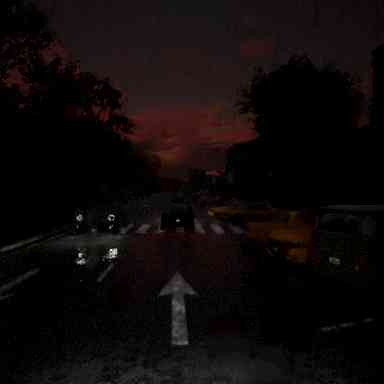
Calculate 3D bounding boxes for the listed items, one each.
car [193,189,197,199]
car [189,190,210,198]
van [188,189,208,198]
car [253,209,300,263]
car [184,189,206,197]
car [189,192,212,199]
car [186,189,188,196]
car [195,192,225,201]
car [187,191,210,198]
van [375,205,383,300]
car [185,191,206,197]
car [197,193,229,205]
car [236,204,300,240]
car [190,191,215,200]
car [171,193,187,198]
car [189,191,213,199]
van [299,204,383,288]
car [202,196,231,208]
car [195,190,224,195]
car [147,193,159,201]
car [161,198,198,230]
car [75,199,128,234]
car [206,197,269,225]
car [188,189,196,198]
[{"bbox_3d":[3.083,0.904,47.047,4.553,1.767,2.185,1,1,-23],"label":"car"},{"bbox_3d":[1.732,0.553,77.038,4.553,1.767,2.185,1,1,-23],"label":"car"},{"bbox_3d":[1.527,0.391,83.082,4.442,1.987,1.878,1,0,-23],"label":"van"},{"bbox_3d":[4.833,1.493,11.060,5.008,1.535,2.097,1,1,-23],"label":"car"},{"bbox_3d":[0.857,0.240,95.055,5.566,2.045,2.435,1,0,-23],"label":"car"},{"bbox_3d":[1.836,0.750,74.033,4.674,1.452,2.002,1,1,-23],"label":"car"},{"bbox_3d":[2.356,0.591,62.018,5.566,2.045,2.435,1,1,-23],"label":"car"},{"bbox_3d":[3.298,1.138,41.031,4.792,1.488,2.163,1,1,-23],"label":"car"},{"bbox_3d":[1.550,0.646,80.037,5.008,1.535,2.097,1,0,-23],"label":"car"},{"bbox_3d":[5.277,1.276,5.127,4.442,1.987,1.878,1,0,-23],"label":"van"},{"bbox_3d":[0.957,0.548,88.962,5.366,1.575,1.946,1,1,-23],"label":"car"},{"bbox_3d":[3.467,1.191,38.045,4.674,1.452,2.002,1,1,-23],"label":"car"},{"bbox_3d":[4.827,1.482,14.132,5.366,1.575,1.946,1,0,-23],"label":"car"},{"bbox_3d":[2.077,0.649,68.026,4.553,1.767,2.185,1,0,-23],"label":"car"},{"bbox_3d":[-1.867,1.112,40.585,1.837,1.490,4.892,0,1,-3],"label":"car"},{"bbox_3d":[1.941,0.616,71.024,4.553,1.767,2.185,1,0,-23],"label":"car"},{"bbox_3d":[5.106,1.273,8.123,4.442,1.987,1.878,1,0,-23],"label":"van"},{"bbox_3d":[3.872,1.315,25.985,5.366,1.575,1.946,1,1,-23],"label":"car"},{"bbox_3d":[3.220,0.944,44.049,4.553,1.767,2.185,1,1,-23],"label":"car"},{"bbox_3d":[-6.906,0.862,60.450,1.812,1.442,4.674,0,1,-2],"label":"car"},{"bbox_3d":[-0.893,1.368,20.571,1.882,1.535,5.008,0,1,-3],"label":"car"},{"bbox_3d":[-4.878,1.255,18.432,2.097,1.767,4.553,0,1,-3],"label":"car"},{"bbox_3d":[4.023,1.358,22.988,5.366,1.575,1.946,1,1,-23],"label":"car"},{"bbox_3d":[2.771,0.701,53.011,5.566,2.045,2.435,1,1,-23],"label":"car"}]
